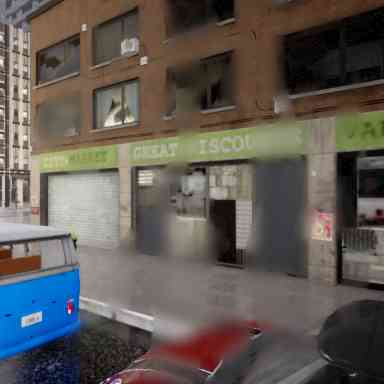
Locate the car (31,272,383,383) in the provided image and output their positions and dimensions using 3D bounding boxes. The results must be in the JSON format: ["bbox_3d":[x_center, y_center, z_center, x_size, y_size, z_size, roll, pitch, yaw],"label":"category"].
[{"bbox_3d":[1.147,1.440,1.909,4.097,1.590,1.967,0,0,35],"label":"car"}]

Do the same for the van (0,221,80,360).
[{"bbox_3d":[-3.492,1.343,5.204,3.998,1.788,1.690,0,0,35],"label":"van"}]
